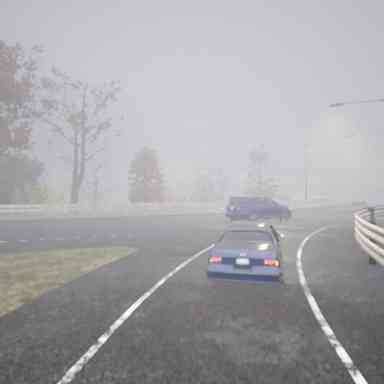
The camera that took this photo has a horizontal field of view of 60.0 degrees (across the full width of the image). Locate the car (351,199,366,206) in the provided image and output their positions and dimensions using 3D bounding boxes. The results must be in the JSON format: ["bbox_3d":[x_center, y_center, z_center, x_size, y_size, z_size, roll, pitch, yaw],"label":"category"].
[{"bbox_3d":[30.200,1.835,60.097,1.895,1.301,4.718,0,0,34],"label":"car"}]

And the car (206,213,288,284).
[{"bbox_3d":[1.700,1.581,9.739,2.033,1.411,5.357,0,0,14],"label":"car"}]

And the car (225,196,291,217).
[{"bbox_3d":[5.052,1.309,25.251,5.566,2.045,2.150,0,0,-34],"label":"car"}]
